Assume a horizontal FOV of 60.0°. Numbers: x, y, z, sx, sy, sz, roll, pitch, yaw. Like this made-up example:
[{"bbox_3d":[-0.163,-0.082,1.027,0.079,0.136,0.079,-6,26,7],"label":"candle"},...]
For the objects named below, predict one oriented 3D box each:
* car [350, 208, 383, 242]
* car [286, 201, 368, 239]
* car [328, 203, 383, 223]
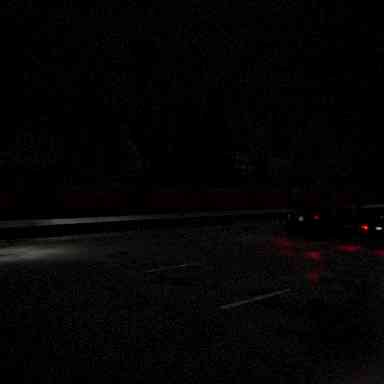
[{"bbox_3d":[9.651,1.548,15.050,5.357,1.411,2.033,0,0,-36],"label":"car"},{"bbox_3d":[7.040,1.352,17.486,4.553,1.767,2.097,0,0,-36],"label":"car"},{"bbox_3d":[12.884,1.601,26.046,4.718,1.301,1.895,0,0,-36],"label":"car"}]
